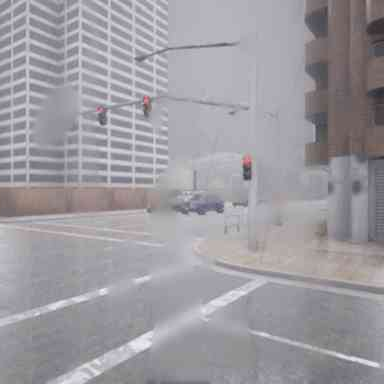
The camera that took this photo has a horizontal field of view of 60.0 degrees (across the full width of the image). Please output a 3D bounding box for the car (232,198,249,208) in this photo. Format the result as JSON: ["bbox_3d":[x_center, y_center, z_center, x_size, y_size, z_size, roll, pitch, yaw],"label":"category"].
[{"bbox_3d":[7.608,1.588,47.728,1.895,1.301,4.718,0,0,35],"label":"car"}]

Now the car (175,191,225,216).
[{"bbox_3d":[1.126,1.205,32.666,2.150,2.045,5.566,0,0,35],"label":"car"}]

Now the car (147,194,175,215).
[{"bbox_3d":[-2.496,1.332,33.608,2.097,1.767,4.553,0,0,35],"label":"car"}]

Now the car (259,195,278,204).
[{"bbox_3d":[10.501,1.056,45.755,2.097,1.767,4.553,0,0,35],"label":"car"}]
